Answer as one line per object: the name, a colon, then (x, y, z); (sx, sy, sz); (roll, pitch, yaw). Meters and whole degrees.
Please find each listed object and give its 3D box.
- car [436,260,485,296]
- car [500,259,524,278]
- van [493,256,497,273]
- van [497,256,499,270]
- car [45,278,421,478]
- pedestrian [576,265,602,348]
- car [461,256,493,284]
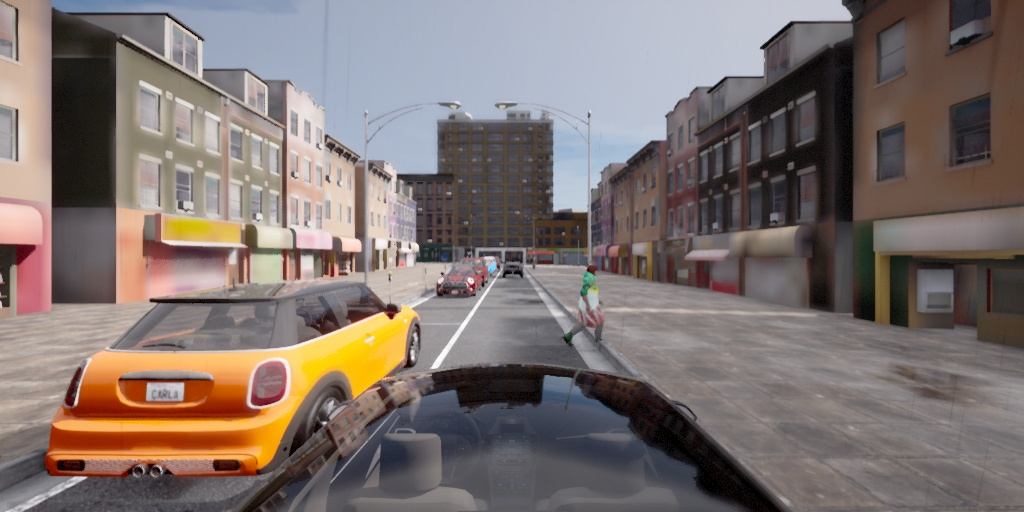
car: (-2.649, 1.158, 18.545); (1.967, 1.591, 4.097); (0, 0, 0)
car: (0.069, 1.188, 33.558); (1.837, 1.490, 4.892); (0, 0, 0)
van: (-2.658, 1.021, 34.879); (1.690, 1.789, 3.998); (0, 0, 0)
van: (-2.661, 1.007, 40.323); (1.690, 1.789, 3.998); (0, 0, 0)
car: (-2.755, 1.095, 4.973); (2.097, 1.767, 4.553); (0, 0, 0)
pedestrian: (1.669, 1.033, 7.787); (0.375, 1.860, 0.375); (0, 0, 0)
car: (-2.652, 1.021, 23.990); (2.192, 1.841, 5.009); (0, 0, 0)
